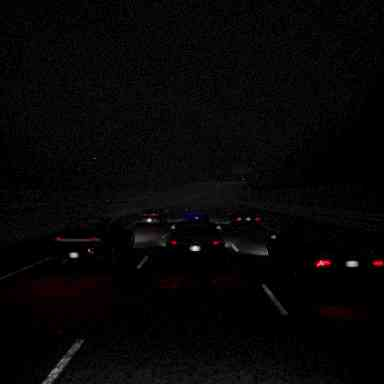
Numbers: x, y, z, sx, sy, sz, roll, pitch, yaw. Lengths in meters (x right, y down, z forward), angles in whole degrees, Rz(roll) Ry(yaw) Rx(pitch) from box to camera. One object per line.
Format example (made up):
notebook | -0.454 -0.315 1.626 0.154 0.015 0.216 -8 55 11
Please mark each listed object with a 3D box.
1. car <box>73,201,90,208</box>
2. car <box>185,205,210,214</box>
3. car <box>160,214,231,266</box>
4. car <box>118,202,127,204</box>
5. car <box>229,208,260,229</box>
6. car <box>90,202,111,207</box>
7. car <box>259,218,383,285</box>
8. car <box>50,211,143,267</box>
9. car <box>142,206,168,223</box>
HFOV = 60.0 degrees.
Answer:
car | -19.424 2.386 59.467 2.033 1.411 5.357 0 -1 4
car | 0.453 1.868 28.125 1.882 1.535 5.008 0 0 2
car | 0.140 1.719 12.146 1.994 1.385 4.181 0 -1 1
car | -12.435 2.444 59.269 1.895 1.301 4.718 0 -1 4
car | 3.839 1.889 24.710 2.033 1.411 5.357 0 -1 2
car | -15.937 2.404 59.343 1.994 1.385 4.181 0 -1 4
car | 3.588 1.672 9.855 2.033 1.411 5.357 0 -1 1
car | -3.364 1.643 12.032 2.128 1.511 4.902 0 -1 1
car | -3.084 1.879 27.069 1.837 1.490 4.892 0 0 2
